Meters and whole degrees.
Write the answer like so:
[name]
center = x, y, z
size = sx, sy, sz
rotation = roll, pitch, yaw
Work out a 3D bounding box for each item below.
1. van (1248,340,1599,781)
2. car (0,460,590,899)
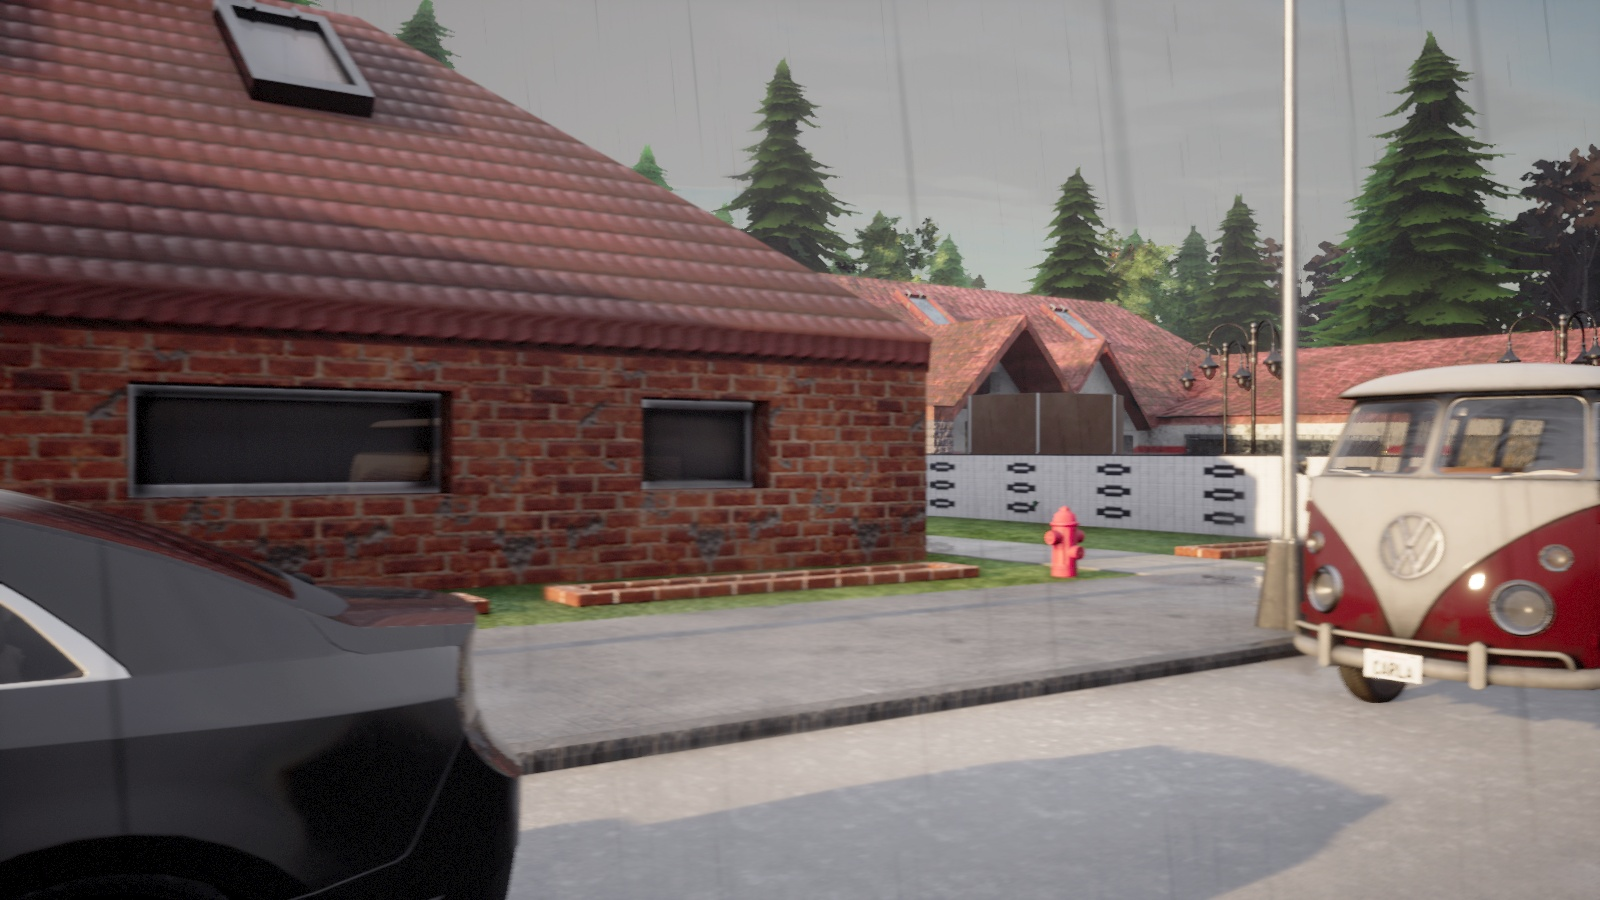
[van]
center = 4.873, 0.508, 7.660
size = 4.442, 1.987, 1.775
rotation = 0, 0, -35
[car]
center = -3.007, 0.763, 2.175
size = 4.892, 1.490, 1.837
rotation = 0, 0, -35
